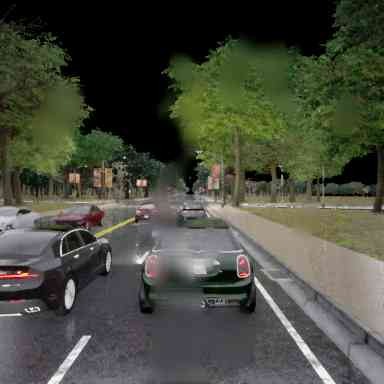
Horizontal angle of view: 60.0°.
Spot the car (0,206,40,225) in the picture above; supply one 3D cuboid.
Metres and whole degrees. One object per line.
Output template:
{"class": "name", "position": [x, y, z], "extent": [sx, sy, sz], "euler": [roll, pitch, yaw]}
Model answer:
{"class": "car", "position": [-9.880, 1.528, 17.975], "extent": [1.812, 1.442, 4.674], "euler": [0, 0, 0]}

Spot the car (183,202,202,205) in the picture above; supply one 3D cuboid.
{"class": "car", "position": [0.057, 1.499, 24.216], "extent": [2.128, 1.511, 4.902], "euler": [0, 0, 0]}

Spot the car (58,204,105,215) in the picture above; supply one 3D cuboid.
{"class": "car", "position": [-6.633, 1.481, 19.890], "extent": [1.882, 1.535, 5.008], "euler": [0, 0, 0]}

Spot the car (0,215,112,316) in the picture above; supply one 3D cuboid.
{"class": "car", "position": [-3.162, 1.505, 7.545], "extent": [1.837, 1.490, 4.892], "euler": [0, 0, 0]}

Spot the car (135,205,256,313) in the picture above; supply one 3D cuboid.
{"class": "car", "position": [0.089, 1.352, 7.818], "extent": [2.097, 1.767, 4.553], "euler": [0, 0, 0]}

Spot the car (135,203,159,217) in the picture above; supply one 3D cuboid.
{"class": "car", "position": [-3.192, 1.535, 25.435], "extent": [1.812, 1.442, 4.674], "euler": [0, 0, 0]}
